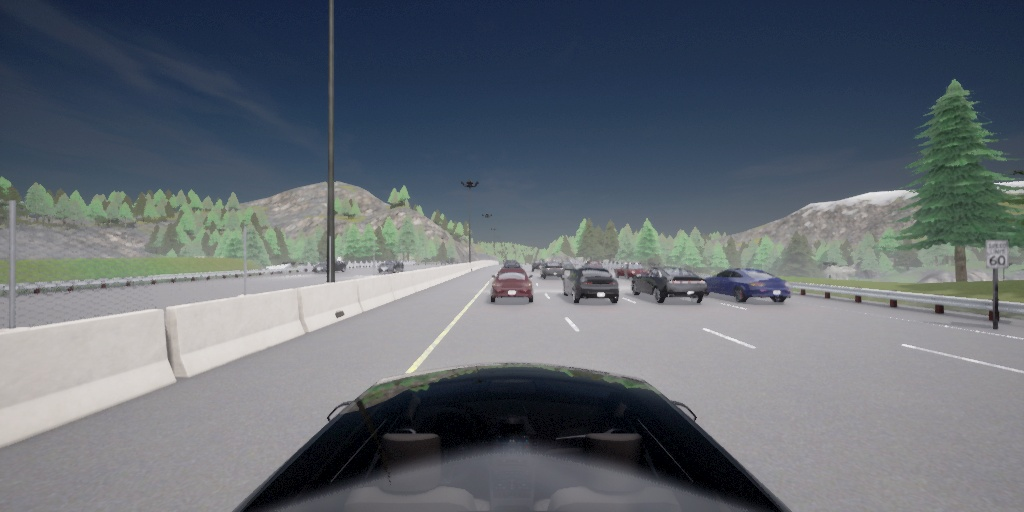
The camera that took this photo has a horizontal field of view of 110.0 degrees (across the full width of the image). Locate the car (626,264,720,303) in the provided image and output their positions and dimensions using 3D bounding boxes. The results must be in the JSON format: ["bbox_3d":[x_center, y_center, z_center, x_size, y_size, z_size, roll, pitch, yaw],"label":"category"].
[{"bbox_3d":[7.000,1.245,16.501,2.128,1.511,4.902,0,0,0],"label":"car"}]

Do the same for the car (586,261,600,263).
[{"bbox_3d":[7.002,1.367,31.531,1.895,1.301,4.718,0,0,0],"label":"car"}]

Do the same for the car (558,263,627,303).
[{"bbox_3d":[3.501,1.267,16.501,1.837,1.490,4.892,0,0,0],"label":"car"}]

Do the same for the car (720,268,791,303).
[{"bbox_3d":[10.500,1.281,16.501,1.812,1.442,4.674,0,0,0],"label":"car"}]

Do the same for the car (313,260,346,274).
[{"bbox_3d":[-20.998,1.255,41.502,2.128,1.511,4.902,0,0,0],"label":"car"}]

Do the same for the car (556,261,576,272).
[{"bbox_3d":[7.002,1.322,46.701,1.994,1.385,4.181,0,0,0],"label":"car"}]

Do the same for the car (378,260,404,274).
[{"bbox_3d":[-13.998,1.259,41.701,2.128,1.511,4.902,0,0,0],"label":"car"}]

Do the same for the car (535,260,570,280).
[{"bbox_3d":[3.502,1.243,31.501,2.128,1.511,4.902,0,0,0],"label":"car"}]

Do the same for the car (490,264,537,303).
[{"bbox_3d":[0.001,1.281,16.501,1.812,1.442,4.674,0,0,0],"label":"car"}]

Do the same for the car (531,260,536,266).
[{"bbox_3d":[3.502,1.233,46.701,1.882,1.535,5.008,0,0,0],"label":"car"}]

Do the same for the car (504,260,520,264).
[{"bbox_3d":[0.002,1.242,31.501,2.128,1.511,4.902,0,0,0],"label":"car"}]

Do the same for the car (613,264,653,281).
[{"bbox_3d":[10.502,1.368,31.531,1.895,1.301,4.718,0,0,0],"label":"car"}]
